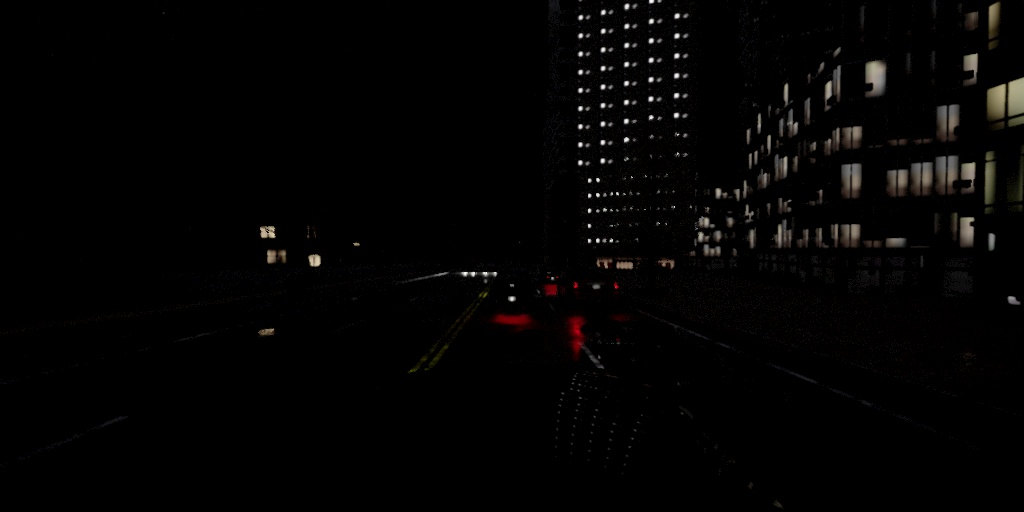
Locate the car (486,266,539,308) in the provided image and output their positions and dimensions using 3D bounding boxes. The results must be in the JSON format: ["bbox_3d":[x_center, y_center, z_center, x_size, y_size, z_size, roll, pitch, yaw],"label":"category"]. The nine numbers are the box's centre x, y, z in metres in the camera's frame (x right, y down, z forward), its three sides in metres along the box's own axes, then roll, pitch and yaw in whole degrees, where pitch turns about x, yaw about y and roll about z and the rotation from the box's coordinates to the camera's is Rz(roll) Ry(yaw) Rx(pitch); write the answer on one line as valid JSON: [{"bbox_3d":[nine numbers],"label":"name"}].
[{"bbox_3d":[0.006,1.393,16.140,1.837,1.490,4.892,0,0,0],"label":"car"}]

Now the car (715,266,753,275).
[{"bbox_3d":[33.664,2.245,54.857,4.507,1.381,1.888,0,0,20],"label":"car"}]

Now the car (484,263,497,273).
[{"bbox_3d":[-3.251,1.817,56.158,1.812,1.442,4.674,0,-1,0],"label":"car"}]

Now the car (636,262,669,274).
[{"bbox_3d":[23.018,1.964,58.757,5.009,1.841,2.192,0,0,20],"label":"car"}]

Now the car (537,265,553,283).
[{"bbox_3d":[3.257,1.539,31.146,1.837,1.490,4.892,0,0,0],"label":"car"}]

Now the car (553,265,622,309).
[{"bbox_3d":[3.253,1.233,15.925,2.097,1.767,4.553,0,-1,0],"label":"car"}]

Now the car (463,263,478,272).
[{"bbox_3d":[-6.501,1.857,56.254,1.994,1.385,4.181,0,-1,0],"label":"car"}]
